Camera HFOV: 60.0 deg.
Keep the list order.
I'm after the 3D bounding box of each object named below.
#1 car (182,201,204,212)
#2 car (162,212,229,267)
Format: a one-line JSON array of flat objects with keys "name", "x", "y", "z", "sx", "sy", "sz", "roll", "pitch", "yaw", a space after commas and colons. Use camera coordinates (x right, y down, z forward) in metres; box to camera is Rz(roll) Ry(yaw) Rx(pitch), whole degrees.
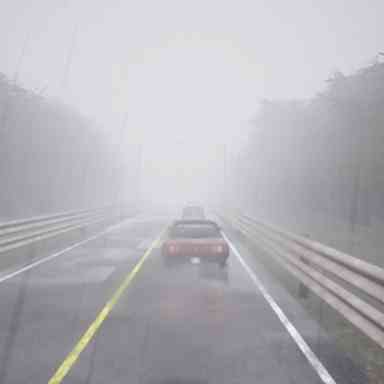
[{"name": "car", "x": 0.110, "y": 1.544, "z": 29.183, "sx": 1.812, "sy": 1.442, "sz": 4.674, "roll": 0, "pitch": 0, "yaw": 0}, {"name": "car", "x": 0.101, "y": 1.601, "z": 11.408, "sx": 1.895, "sy": 1.301, "sz": 4.718, "roll": 0, "pitch": 0, "yaw": 0}]
